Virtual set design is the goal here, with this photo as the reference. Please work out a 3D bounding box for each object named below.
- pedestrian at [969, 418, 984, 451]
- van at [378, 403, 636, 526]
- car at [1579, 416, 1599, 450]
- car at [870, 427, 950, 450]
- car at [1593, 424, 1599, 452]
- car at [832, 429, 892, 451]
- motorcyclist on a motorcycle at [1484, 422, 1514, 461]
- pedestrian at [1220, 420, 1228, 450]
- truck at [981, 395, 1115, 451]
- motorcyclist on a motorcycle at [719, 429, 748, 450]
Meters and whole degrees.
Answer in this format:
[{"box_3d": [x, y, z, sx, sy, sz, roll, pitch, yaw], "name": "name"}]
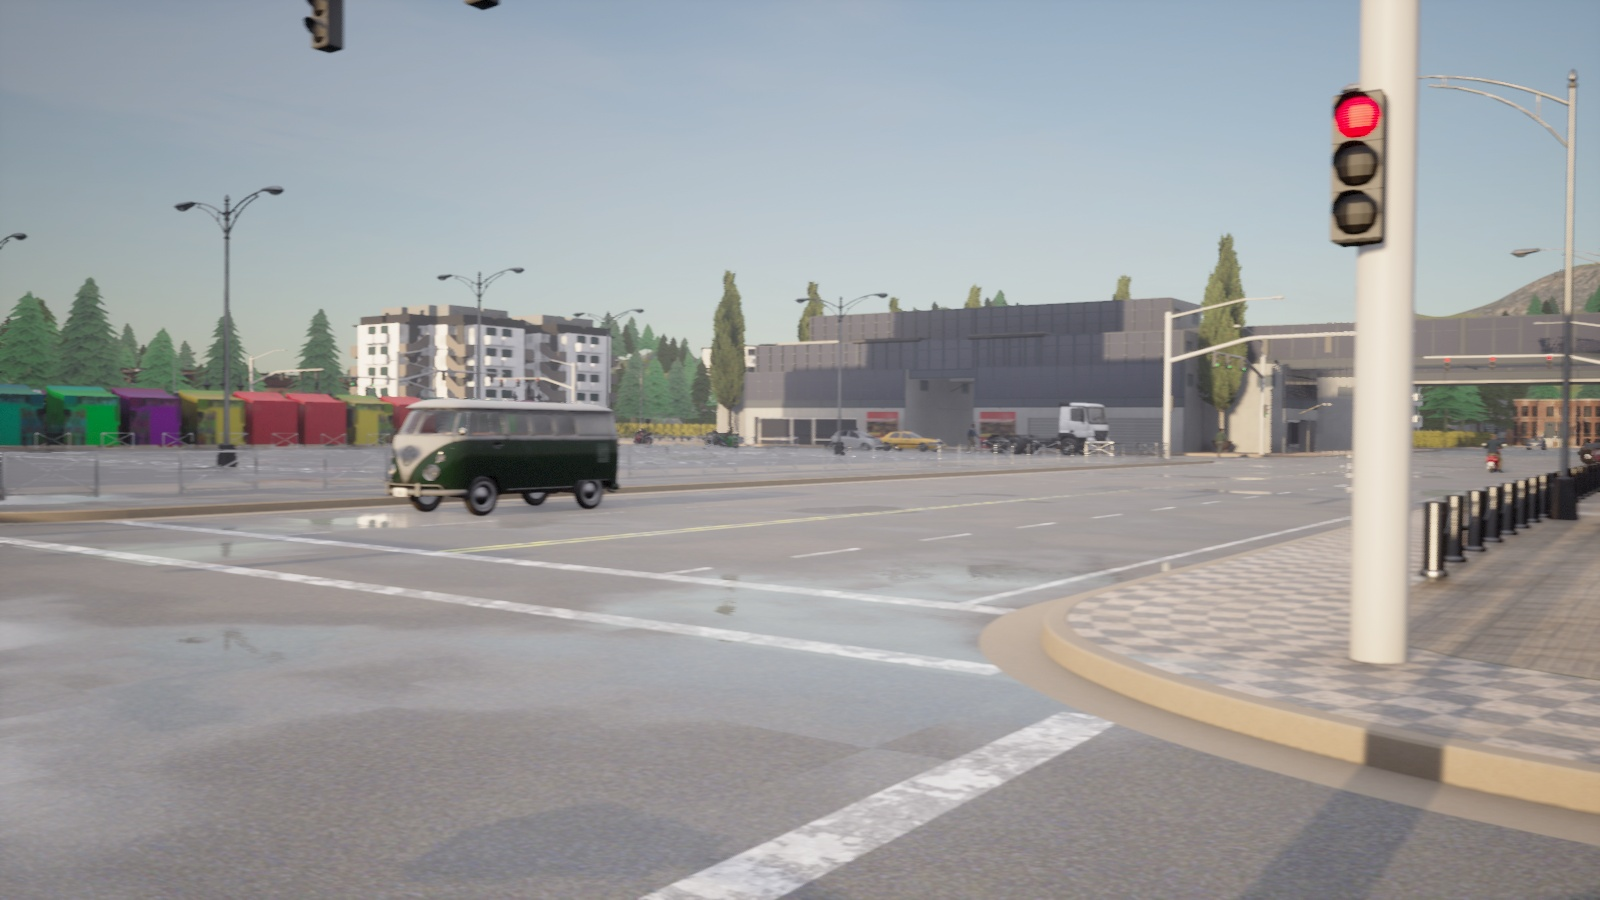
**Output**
[{"box_3d": [10.442, -0.896, 74.333, 0.788, 1.949, 0.423, 0, 1, 35], "name": "pedestrian"}, {"box_3d": [-5.148, 0.189, 22.666, 1.775, 1.987, 4.442, 0, 1, 36], "name": "van"}, {"box_3d": [45.344, -0.932, 69.061, 1.905, 1.878, 3.866, -1, 1, -37], "name": "car"}, {"box_3d": [7.599, -0.809, 87.010, 5.366, 1.575, 1.801, 0, 1, 38], "name": "car"}, {"box_3d": [43.652, -0.615, 64.677, 4.674, 1.442, 1.812, 0, 1, 30], "name": "car"}, {"box_3d": [4.195, -0.678, 85.208, 3.633, 1.501, 1.845, 0, 1, 37], "name": "car"}, {"box_3d": [29.057, -0.367, 52.206, 0.866, 1.590, 1.817, 0, 1, 36], "name": "motorcyclist on a motorcycle"}, {"box_3d": [25.880, -0.931, 76.643, 0.353, 1.847, 0.614, 0, 1, 30], "name": "pedestrian"}, {"box_3d": [15.868, -1.685, 80.678, 7.936, 3.462, 2.891, 0, 1, 37], "name": "truck"}, {"box_3d": [-4.891, -0.759, 92.159, 2.044, 1.523, 0.797, 0, 1, 37], "name": "motorcyclist on a motorcycle"}]
